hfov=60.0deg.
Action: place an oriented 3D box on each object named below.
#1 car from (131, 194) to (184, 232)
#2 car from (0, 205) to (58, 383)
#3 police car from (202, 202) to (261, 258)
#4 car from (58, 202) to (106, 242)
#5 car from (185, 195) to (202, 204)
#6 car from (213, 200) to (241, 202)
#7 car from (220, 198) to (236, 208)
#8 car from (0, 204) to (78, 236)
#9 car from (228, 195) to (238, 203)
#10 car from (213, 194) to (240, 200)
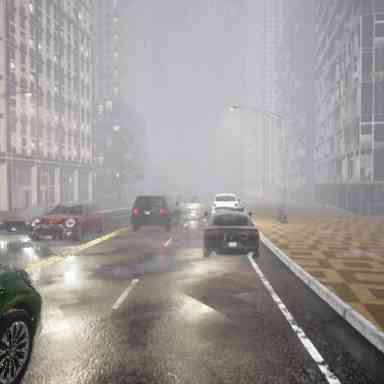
[{"bbox_3d":[-2.077,1.190,20.223,2.150,2.045,5.566,0,0,5],"label":"car"},{"bbox_3d":[-3.079,1.214,2.023,2.150,2.045,5.566,0,0,1],"label":"car"},{"bbox_3d":[1.418,1.410,12.822,1.930,1.638,5.238,0,0,4],"label":"police car"},{"bbox_3d":[-5.858,1.322,16.229,2.097,1.767,4.553,0,0,4],"label":"car"},{"bbox_3d":[0.604,1.399,59.158,1.837,1.490,4.892,0,0,9],"label":"car"},{"bbox_3d":[2.228,1.499,22.432,1.812,1.442,4.674,0,0,6],"label":"car"},{"bbox_3d":[5.231,1.536,47.616,1.895,1.301,4.718,0,0,11],"label":"car"},{"bbox_3d":[-8.874,1.506,19.624,2.033,1.411,5.357,0,0,5],"label":"car"},{"bbox_3d":[8.084,1.373,65.688,1.882,1.535,5.008,0,0,7],"label":"car"},{"bbox_3d":[2.920,1.190,28.273,2.150,2.045,5.566,0,0,7],"label":"car"}]
